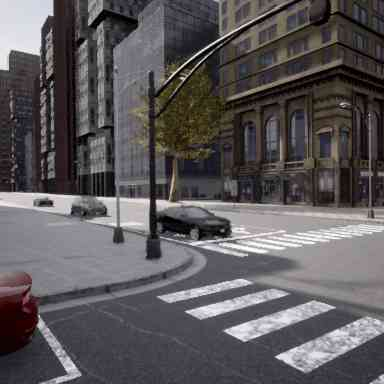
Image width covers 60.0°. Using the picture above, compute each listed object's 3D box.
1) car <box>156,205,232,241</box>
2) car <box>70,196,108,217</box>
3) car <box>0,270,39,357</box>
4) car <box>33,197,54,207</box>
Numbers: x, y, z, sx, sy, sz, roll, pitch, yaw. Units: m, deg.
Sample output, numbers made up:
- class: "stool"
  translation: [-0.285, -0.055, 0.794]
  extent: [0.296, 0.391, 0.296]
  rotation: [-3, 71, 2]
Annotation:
- class: "car"
  translation: [-0.088, 1.442, 16.952]
  extent: [1.882, 1.535, 5.008]
  rotation: [-1, 1, -36]
- class: "car"
  translation: [-9.184, 1.189, 29.490]
  extent: [2.097, 1.767, 4.553]
  rotation: [-1, 1, -36]
- class: "car"
  translation: [-4.175, 1.545, 3.660]
  extent: [4.507, 1.381, 1.887]
  rotation: [0, -1, -36]
- class: "car"
  translation: [-19.726, 1.294, 44.116]
  extent: [1.895, 1.301, 4.718]
  rotation: [-1, 1, -35]
